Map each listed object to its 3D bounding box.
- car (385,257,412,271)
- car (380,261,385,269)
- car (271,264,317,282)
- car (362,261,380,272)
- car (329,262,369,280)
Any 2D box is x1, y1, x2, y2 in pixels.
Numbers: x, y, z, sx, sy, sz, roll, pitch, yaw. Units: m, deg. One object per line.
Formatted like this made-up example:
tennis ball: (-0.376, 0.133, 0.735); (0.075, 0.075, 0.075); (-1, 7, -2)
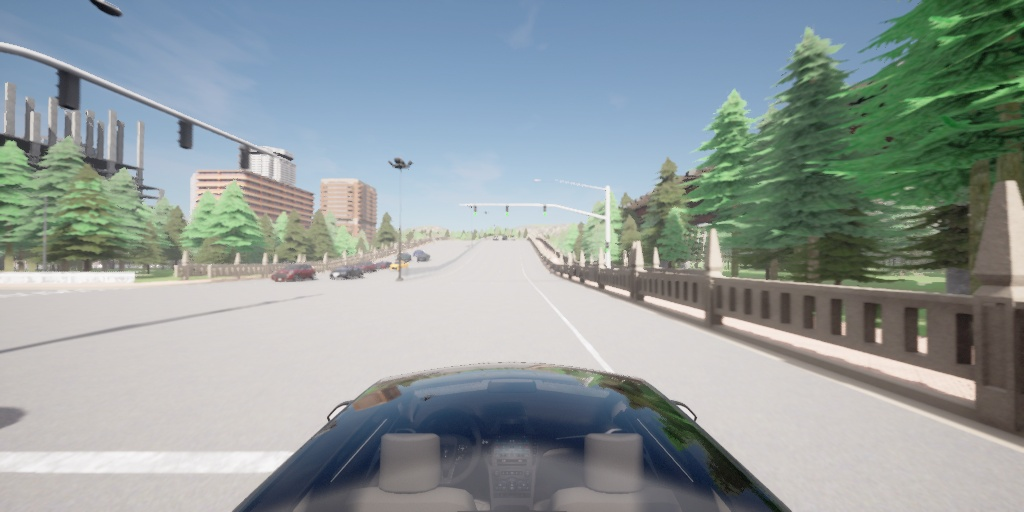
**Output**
car: (-17.500, 1.505, 55.926); (1.882, 1.535, 5.008); (0, 3, 1)
car: (-20.952, 1.458, 58.467); (1.994, 1.385, 4.181); (0, 3, 0)
car: (-20.996, 1.559, 34.689); (2.097, 1.767, 4.553); (0, -1, 0)
car: (-21.040, 1.574, 50.881); (2.097, 1.767, 4.553); (0, 2, 1)
car: (-17.585, 1.740, 38.239); (2.128, 1.511, 4.902); (0, -1, 0)
